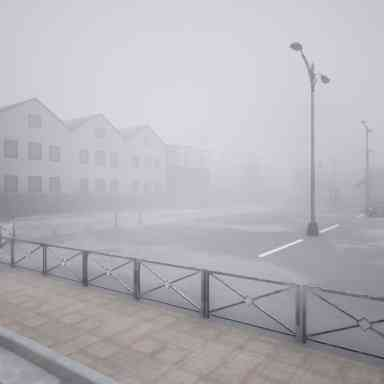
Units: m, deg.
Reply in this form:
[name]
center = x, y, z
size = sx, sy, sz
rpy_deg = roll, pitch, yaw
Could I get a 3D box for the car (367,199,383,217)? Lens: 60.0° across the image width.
[car]
center = 15.407, 1.298, 26.815
size = 2.007, 1.523, 4.514
rpy_deg = 0, 0, 35
